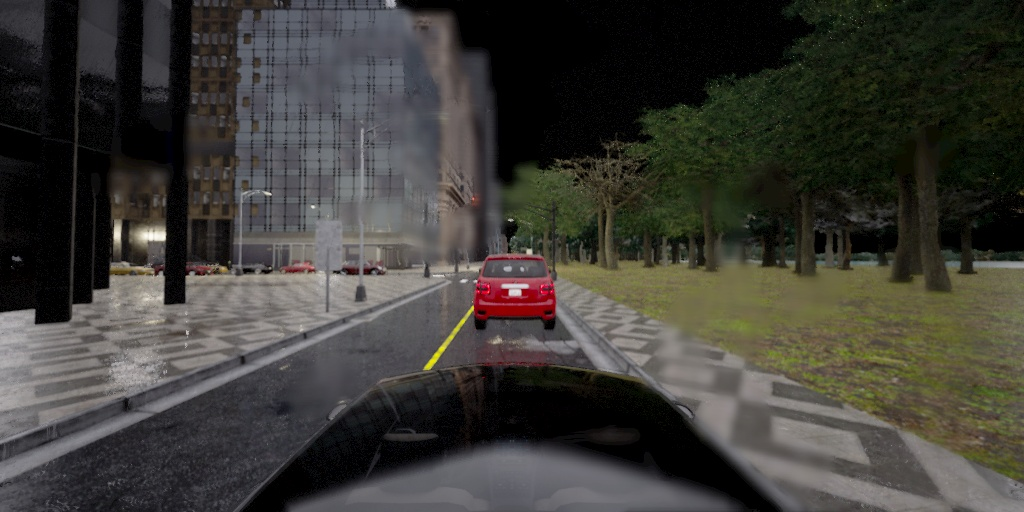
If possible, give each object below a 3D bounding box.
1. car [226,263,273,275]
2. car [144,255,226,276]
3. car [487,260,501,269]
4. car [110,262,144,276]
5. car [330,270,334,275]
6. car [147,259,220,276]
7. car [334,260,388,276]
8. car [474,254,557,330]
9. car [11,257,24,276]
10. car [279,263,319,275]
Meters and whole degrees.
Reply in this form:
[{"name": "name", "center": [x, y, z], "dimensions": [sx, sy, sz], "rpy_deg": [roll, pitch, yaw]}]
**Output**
[{"name": "car", "center": [-29.977, 1.460, 41.327], "dimensions": [4.313, 1.339, 1.948], "rpy_deg": [0, 0, 0]}, {"name": "car", "center": [-32.256, 0.966, 35.493], "dimensions": [5.566, 2.045, 2.150], "rpy_deg": [0, -1, 0]}, {"name": "car", "center": [-3.060, 1.380, 61.201], "dimensions": [2.033, 1.411, 5.357], "rpy_deg": [0, 0, 0]}, {"name": "car", "center": [-35.288, 1.204, 32.798], "dimensions": [4.829, 1.417, 1.751], "rpy_deg": [0, 0, 0]}, {"name": "car", "center": [-19.004, 1.454, 41.342], "dimensions": [4.313, 1.339, 1.948], "rpy_deg": [0, 0, 0]}, {"name": "car", "center": [-29.970, 1.220, 32.805], "dimensions": [4.507, 1.381, 1.888], "rpy_deg": [0, 0, 0]}, {"name": "car", "center": [-13.540, 1.105, 32.826], "dimensions": [4.097, 1.591, 1.967], "rpy_deg": [0, 0, -1]}, {"name": "car", "center": [0.090, 0.969, 11.243], "dimensions": [2.150, 2.045, 5.566], "rpy_deg": [0, 0, 0]}, {"name": "car", "center": [-46.434, 1.124, 32.783], "dimensions": [4.097, 1.591, 1.967], "rpy_deg": [0, 0, 0]}, {"name": "car", "center": [-24.490, 1.473, 41.334], "dimensions": [4.207, 1.307, 1.802], "rpy_deg": [0, 0, 0]}]
